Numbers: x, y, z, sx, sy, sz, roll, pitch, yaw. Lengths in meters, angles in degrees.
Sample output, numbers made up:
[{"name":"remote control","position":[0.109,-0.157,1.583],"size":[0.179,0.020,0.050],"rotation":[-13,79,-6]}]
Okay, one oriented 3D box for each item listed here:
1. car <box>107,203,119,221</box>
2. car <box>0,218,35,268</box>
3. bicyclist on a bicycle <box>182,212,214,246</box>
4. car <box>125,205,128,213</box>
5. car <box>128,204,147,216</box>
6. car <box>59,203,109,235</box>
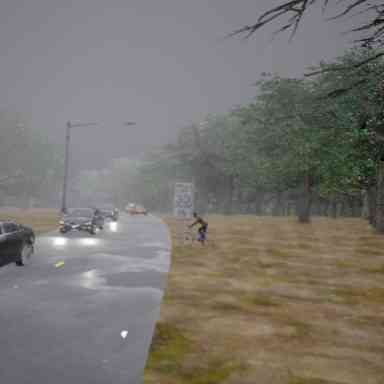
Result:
[{"name":"car","position":[-7.771,1.809,30.516],"size":[1.837,1.490,4.892],"rotation":[3,-2,-9]},{"name":"car","position":[-5.855,1.447,8.715],"size":[2.128,1.511,4.902],"rotation":[3,-1,-2]},{"name":"bicyclist on a bicycle","position":[0.267,1.797,15.962],"size":[1.656,1.620,0.582],"rotation":[1,-1,-4]},{"name":"car","position":[-9.714,2.620,53.927],"size":[1.882,1.535,5.008],"rotation":[3,-3,-16]},{"name":"car","position":[-6.850,2.321,42.794],"size":[1.994,1.385,4.181],"rotation":[3,-2,-11]},{"name":"car","position":[-6.522,1.639,20.099],"size":[1.837,1.490,4.892],"rotation":[3,-1,-6]}]
